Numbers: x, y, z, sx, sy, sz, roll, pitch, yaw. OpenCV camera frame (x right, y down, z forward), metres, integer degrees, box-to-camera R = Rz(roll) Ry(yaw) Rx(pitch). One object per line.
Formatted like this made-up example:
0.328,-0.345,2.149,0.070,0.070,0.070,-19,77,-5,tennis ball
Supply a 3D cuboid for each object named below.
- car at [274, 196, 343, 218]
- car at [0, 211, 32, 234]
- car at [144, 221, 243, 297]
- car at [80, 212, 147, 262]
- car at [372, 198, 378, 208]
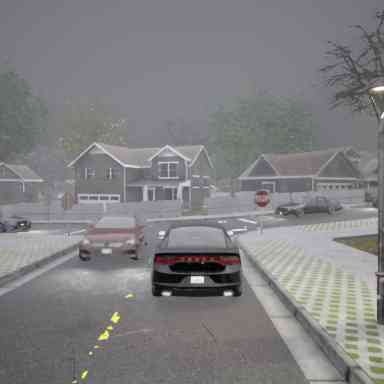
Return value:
8.946,1.060,25.360,5.357,1.411,2.033,-3,2,-23,car
-13.057,2.044,22.705,4.181,1.385,1.994,-2,0,21,car
0.109,1.475,8.631,1.882,1.535,5.008,0,0,0,car
-2.667,1.517,12.321,1.812,1.442,4.674,1,0,-3,car
18.060,0.677,29.531,4.181,1.385,1.994,-2,2,-25,car
